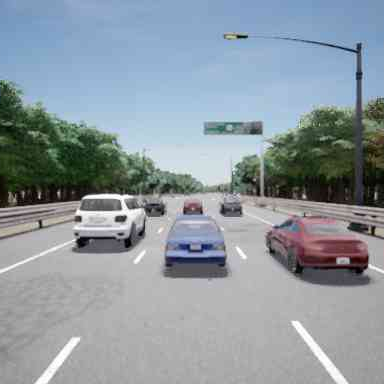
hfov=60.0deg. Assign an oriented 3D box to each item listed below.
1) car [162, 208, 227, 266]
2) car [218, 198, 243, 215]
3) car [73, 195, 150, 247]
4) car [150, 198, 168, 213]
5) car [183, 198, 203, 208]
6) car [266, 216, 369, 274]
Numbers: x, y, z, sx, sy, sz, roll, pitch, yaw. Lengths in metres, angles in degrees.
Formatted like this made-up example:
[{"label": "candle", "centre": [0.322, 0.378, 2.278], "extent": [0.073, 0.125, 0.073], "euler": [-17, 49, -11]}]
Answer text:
[{"label": "car", "centre": [0.098, 1.478, 11.246], "extent": [2.033, 1.411, 5.357], "euler": [0, 0, 0]}, {"label": "car", "centre": [3.598, 1.312, 31.517], "extent": [2.128, 1.511, 4.902], "euler": [0, 0, 0]}, {"label": "car", "centre": [-3.401, 1.132, 14.711], "extent": [2.150, 2.045, 5.566], "euler": [0, 0, 0]}, {"label": "car", "centre": [-3.403, 1.324, 31.636], "extent": [1.837, 1.490, 4.892], "euler": [0, 0, 0]}, {"label": "car", "centre": [0.098, 1.340, 32.630], "extent": [1.812, 1.442, 4.674], "euler": [0, 0, 0]}, {"label": "car", "centre": [3.594, 1.463, 10.204], "extent": [1.812, 1.442, 4.674], "euler": [0, 0, 0]}]
